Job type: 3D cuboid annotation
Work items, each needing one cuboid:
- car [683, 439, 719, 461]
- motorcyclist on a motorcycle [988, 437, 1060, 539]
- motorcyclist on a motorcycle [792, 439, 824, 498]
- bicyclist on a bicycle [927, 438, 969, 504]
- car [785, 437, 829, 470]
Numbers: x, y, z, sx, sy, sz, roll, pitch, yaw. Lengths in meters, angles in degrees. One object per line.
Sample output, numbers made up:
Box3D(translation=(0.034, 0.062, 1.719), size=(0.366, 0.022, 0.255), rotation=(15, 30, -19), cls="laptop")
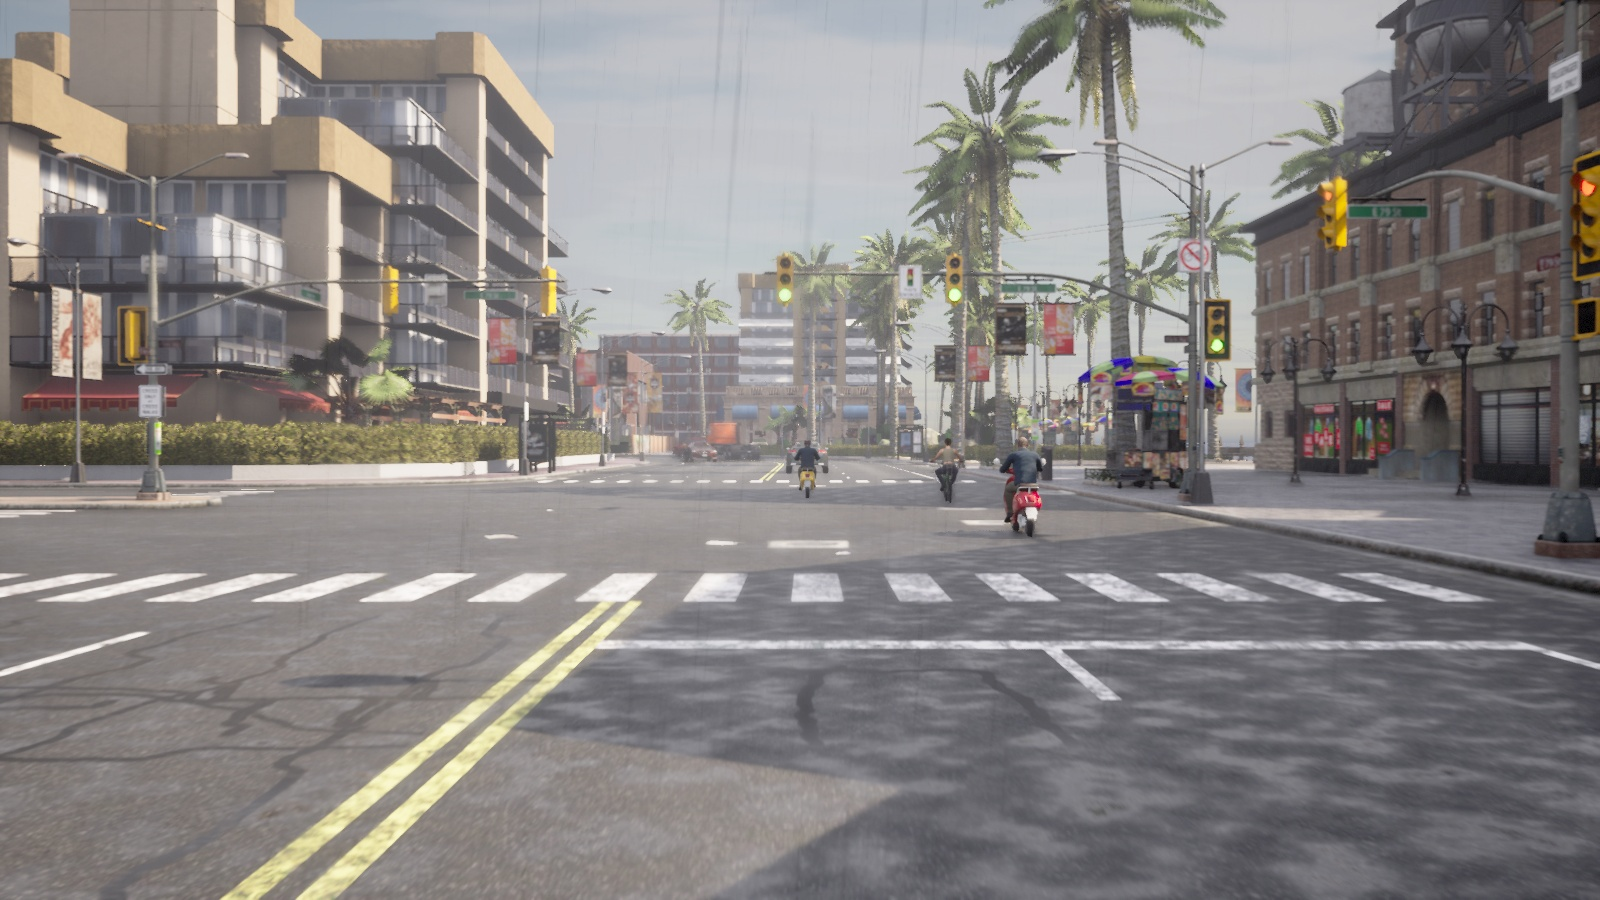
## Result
Box3D(translation=(-7.790, -0.035, 98.364), size=(2.152, 1.651, 5.027), rotation=(0, 0, -12), cls="car")
Box3D(translation=(3.630, 0.587, 20.489), size=(0.866, 1.590, 1.817), rotation=(0, 0, 0), cls="motorcyclist on a motorcycle")
Box3D(translation=(0.210, 0.504, 34.808), size=(0.866, 1.590, 1.817), rotation=(0, 0, 0), cls="motorcyclist on a motorcycle")
Box3D(translation=(3.686, 0.509, 31.379), size=(0.866, 1.612, 1.509), rotation=(0, 0, 1), cls="bicyclist on a bicycle")
Box3D(translation=(0.374, 0.164, 64.124), size=(2.152, 1.651, 5.027), rotation=(0, 0, 0), cls="car")
